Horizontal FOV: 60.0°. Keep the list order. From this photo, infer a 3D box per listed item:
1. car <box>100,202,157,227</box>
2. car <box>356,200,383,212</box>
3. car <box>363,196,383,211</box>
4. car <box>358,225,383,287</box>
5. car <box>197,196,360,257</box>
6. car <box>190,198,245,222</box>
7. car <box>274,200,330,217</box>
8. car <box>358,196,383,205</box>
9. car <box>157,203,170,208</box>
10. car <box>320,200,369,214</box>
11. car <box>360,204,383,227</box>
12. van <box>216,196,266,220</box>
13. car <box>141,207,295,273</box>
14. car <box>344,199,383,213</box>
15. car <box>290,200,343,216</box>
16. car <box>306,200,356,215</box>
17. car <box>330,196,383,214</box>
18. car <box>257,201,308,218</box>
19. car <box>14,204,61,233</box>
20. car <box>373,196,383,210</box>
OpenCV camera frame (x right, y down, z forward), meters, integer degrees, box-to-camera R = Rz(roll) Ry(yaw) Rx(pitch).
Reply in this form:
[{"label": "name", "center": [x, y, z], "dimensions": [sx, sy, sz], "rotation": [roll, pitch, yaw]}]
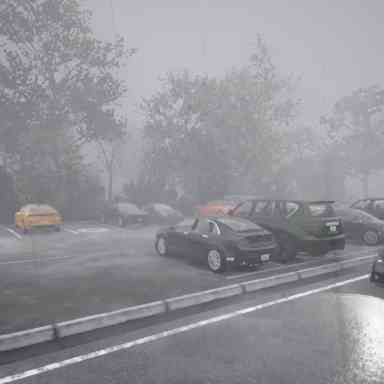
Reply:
[{"label": "car", "center": [-4.760, 1.482, 23.107], "dimensions": [2.097, 1.535, 5.008], "rotation": [0, 0, -35]}, {"label": "car", "center": [24.611, 1.833, 44.058], "dimensions": [2.002, 1.452, 4.674], "rotation": [1, 0, -36]}, {"label": "car", "center": [26.994, 1.576, 45.729], "dimensions": [2.435, 2.045, 5.566], "rotation": [1, -1, -36]}, {"label": "car", "center": [6.071, 1.569, 7.887], "dimensions": [4.181, 1.385, 1.994], "rotation": [0, 0, -35]}, {"label": "car", "center": [2.807, 1.232, 12.467], "dimensions": [2.435, 2.045, 5.566], "rotation": [0, 0, -35]}, {"label": "car", "center": [2.067, 1.409, 27.925], "dimensions": [2.185, 1.767, 4.553], "rotation": [1, 0, -35]}, {"label": "car", "center": [11.222, 1.629, 34.267], "dimensions": [1.946, 1.575, 5.366], "rotation": [1, 0, -36]}, {"label": "car", "center": [9.657, 1.283, 17.346], "dimensions": [2.435, 2.045, 5.566], "rotation": [1, 0, -35]}, {"label": "car", "center": [-2.489, 1.537, 24.721], "dimensions": [2.002, 1.452, 4.674], "rotation": [0, 0, -35]}, {"label": "car", "center": [17.896, 1.738, 39.299], "dimensions": [2.163, 1.488, 4.792], "rotation": [1, 0, -36]}, {"label": "car", "center": [7.384, 1.514, 15.699], "dimensions": [2.231, 1.521, 4.892], "rotation": [1, 0, -35]}, {"label": "van", "center": [4.246, 1.331, 29.659], "dimensions": [1.878, 1.987, 4.442], "rotation": [1, 0, -35]}, {"label": "car", "center": [0.544, 1.474, 10.814], "dimensions": [2.231, 1.521, 4.892], "rotation": [0, 0, -35]}, {"label": "car", "center": [22.448, 1.765, 42.510], "dimensions": [2.097, 1.535, 5.008], "rotation": [1, 0, -36]}, {"label": "car", "center": [13.385, 1.658, 36.033], "dimensions": [2.097, 1.535, 5.008], "rotation": [1, 0, -36]}, {"label": "car", "center": [15.664, 1.713, 37.633], "dimensions": [2.163, 1.488, 4.792], "rotation": [1, 0, -36]}, {"label": "car", "center": [20.196, 1.484, 40.872], "dimensions": [2.435, 2.045, 5.566], "rotation": [1, 0, -36]}, {"label": "car", "center": [8.849, 1.647, 32.798], "dimensions": [2.002, 1.452, 4.674], "rotation": [1, 0, -36]}, {"label": "car", "center": [-9.291, 1.465, 19.870], "dimensions": [2.097, 1.535, 5.008], "rotation": [0, 0, -35]}, {"label": "car", "center": [29.159, 1.609, 47.277], "dimensions": [2.435, 2.045, 5.566], "rotation": [1, -1, -36]}]
